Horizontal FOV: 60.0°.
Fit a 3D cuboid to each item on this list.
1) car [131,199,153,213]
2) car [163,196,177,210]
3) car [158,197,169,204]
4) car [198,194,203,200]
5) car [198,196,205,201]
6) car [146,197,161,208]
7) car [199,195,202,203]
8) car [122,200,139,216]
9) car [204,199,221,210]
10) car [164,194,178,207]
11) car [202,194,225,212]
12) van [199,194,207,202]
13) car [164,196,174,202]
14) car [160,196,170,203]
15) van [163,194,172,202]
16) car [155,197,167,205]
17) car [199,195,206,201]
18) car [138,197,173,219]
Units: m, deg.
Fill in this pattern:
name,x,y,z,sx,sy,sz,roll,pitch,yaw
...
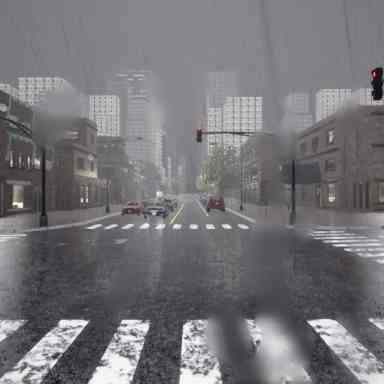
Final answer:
name,x,y,z,sx,sy,sz,roll,pitch,yaw
car,-5.692,1.585,38.542,1.947,1.339,4.313,0,0,0
car,-3.097,1.526,39.715,1.837,1.490,4.892,0,0,0
car,-5.693,1.638,66.169,1.802,1.307,4.206,0,0,0
car,2.687,1.598,60.645,2.008,1.369,4.403,0,0,0
car,2.686,1.696,93.796,1.802,1.307,4.206,0,0,0
car,-5.692,1.557,49.423,1.752,1.417,4.829,0,0,0
car,2.688,1.605,55.120,1.947,1.339,4.313,0,0,0
car,-5.779,1.559,33.021,1.887,1.381,4.507,0,0,0
car,2.688,1.591,44.069,1.947,1.339,4.313,0,0,0
car,-3.091,1.524,50.102,2.128,1.511,4.902,0,0,0
car,2.689,1.334,38.543,2.192,1.841,5.009,0,0,0
van,2.686,1.429,82.746,1.690,1.788,3.998,0,0,0
car,-5.694,1.639,82.745,2.008,1.369,4.403,0,0,0
car,-5.694,1.591,71.524,1.752,1.417,4.829,0,0,0
van,-5.693,1.418,77.220,1.690,1.788,3.998,0,0,0
car,-5.693,1.629,60.644,1.802,1.307,4.206,0,0,0
car,2.686,1.627,88.441,1.752,1.417,4.829,0,0,0
car,-3.100,1.502,29.539,2.128,1.511,4.902,0,0,0
